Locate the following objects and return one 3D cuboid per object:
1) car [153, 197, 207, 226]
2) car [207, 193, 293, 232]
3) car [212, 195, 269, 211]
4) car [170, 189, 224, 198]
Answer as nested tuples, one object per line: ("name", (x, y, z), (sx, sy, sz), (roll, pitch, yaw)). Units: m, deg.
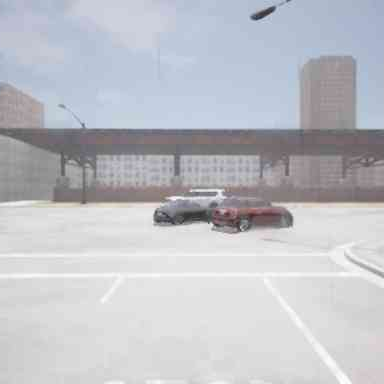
("car", (-0.353, 1.257, 20.994), (4.181, 1.385, 1.994), (-1, 1, -41))
("car", (3.413, 1.086, 18.257), (4.553, 1.767, 2.097), (-1, 2, -32))
("car", (4.660, 1.070, 32.789), (5.357, 1.411, 2.033), (0, 1, 1))
("car", (0.307, 0.794, 29.333), (5.566, 2.045, 2.150), (0, 1, 1))
